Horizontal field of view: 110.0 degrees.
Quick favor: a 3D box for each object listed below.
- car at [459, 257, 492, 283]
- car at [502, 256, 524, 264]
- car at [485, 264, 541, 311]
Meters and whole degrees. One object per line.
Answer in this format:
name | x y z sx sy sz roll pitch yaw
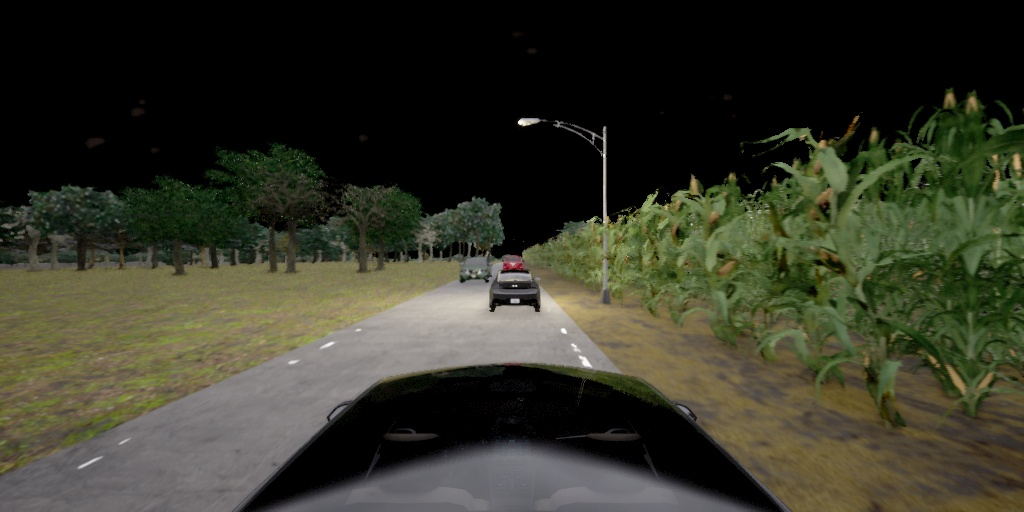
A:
car | -2.744 1.091 28.305 2.150 2.045 5.566 0 0 0
car | 0.107 0.996 38.401 2.150 2.045 5.566 0 0 0
car | 0.103 1.259 14.432 1.837 1.490 4.892 0 0 0
